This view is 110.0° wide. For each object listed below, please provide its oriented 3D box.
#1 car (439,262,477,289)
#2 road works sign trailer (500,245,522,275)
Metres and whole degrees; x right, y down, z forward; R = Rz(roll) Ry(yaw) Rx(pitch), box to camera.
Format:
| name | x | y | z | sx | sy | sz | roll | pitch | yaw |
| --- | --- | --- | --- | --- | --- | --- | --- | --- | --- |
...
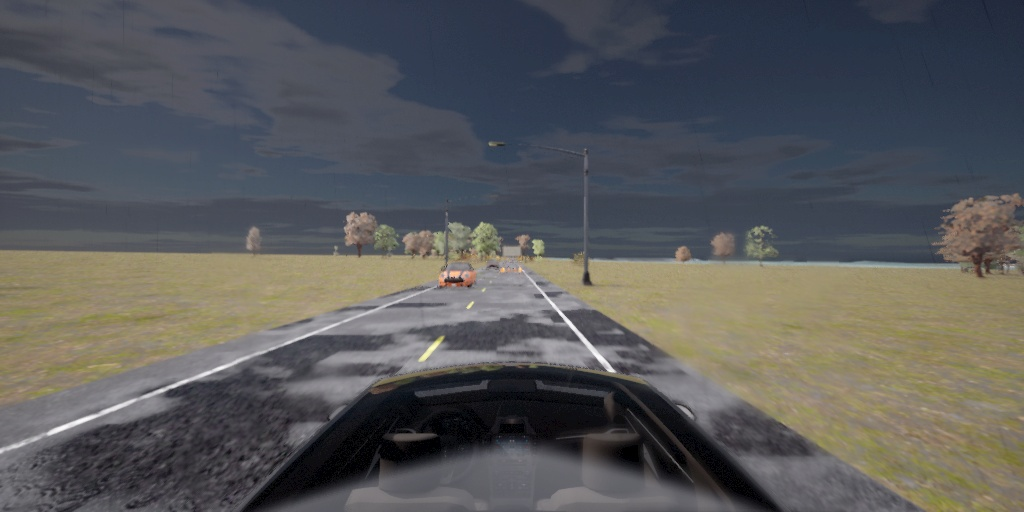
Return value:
| name | x | y | z | sx | sy | sz | roll | pitch | yaw |
| --- | --- | --- | --- | --- | --- | --- | --- | --- | --- |
| car | -3.594 | 1.230 | 24.458 | 2.097 | 1.767 | 4.553 | 0 | 0 | 0 |
| road works sign trailer | -0.005 | 0.450 | 43.203 | 2.380 | 3.560 | 2.880 | 0 | 0 | 0 |
